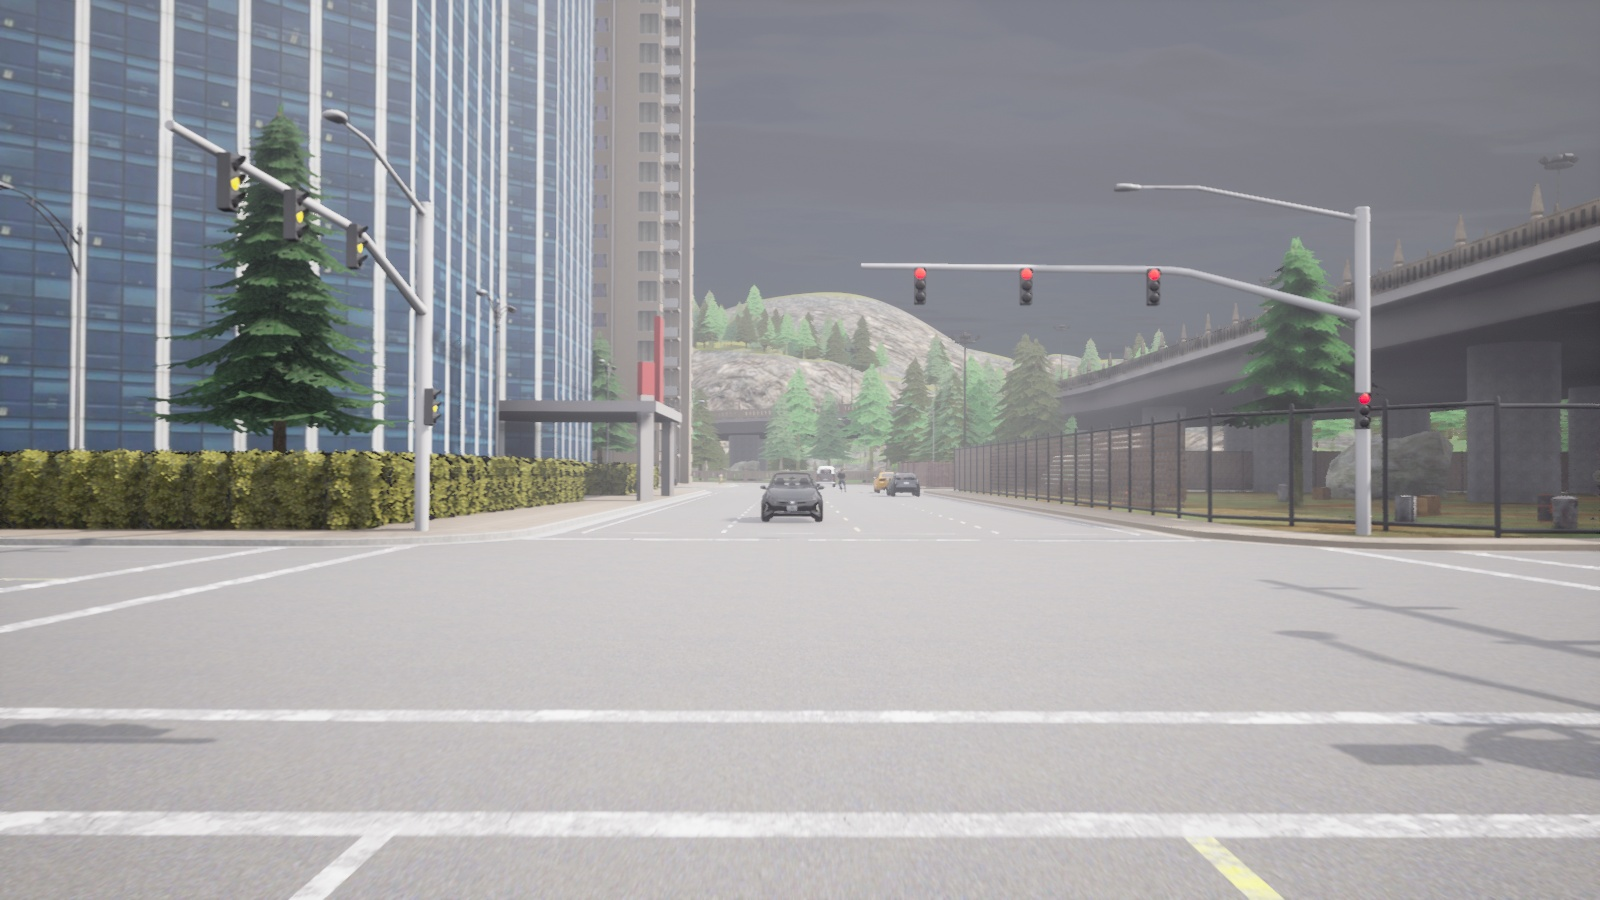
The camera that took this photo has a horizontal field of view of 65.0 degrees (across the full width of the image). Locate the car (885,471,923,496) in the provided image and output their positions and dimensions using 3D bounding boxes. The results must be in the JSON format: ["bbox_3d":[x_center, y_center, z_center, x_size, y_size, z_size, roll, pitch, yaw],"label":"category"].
[{"bbox_3d":[6.560,2.064,79.328,2.007,1.525,4.514,0,-1,0],"label":"car"}]

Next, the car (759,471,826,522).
[{"bbox_3d":[-0.224,1.431,39.919,2.007,1.525,4.514,0,-1,0],"label":"car"}]

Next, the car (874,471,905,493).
[{"bbox_3d":[6.489,2.306,91.978,1.882,1.535,5.008,0,-1,0],"label":"car"}]
